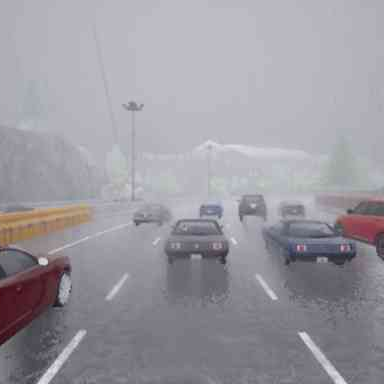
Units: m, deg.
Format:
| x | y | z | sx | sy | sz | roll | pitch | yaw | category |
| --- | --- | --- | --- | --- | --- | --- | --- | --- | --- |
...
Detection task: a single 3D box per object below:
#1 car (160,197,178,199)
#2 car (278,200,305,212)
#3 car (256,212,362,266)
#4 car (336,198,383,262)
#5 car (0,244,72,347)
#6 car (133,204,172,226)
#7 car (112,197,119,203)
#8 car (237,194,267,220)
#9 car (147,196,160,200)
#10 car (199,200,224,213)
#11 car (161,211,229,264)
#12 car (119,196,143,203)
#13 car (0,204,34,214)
| x | y | z | sx | sy | sz | roll | pitch | yaw | category |
| --- | --- | --- | --- | --- | --- | --- | --- | --- | --- |
| -3.768 | 1.556 | 63.632 | 1.895 | 1.301 | 4.718 | 0 | 0 | 21 | car |
| 8.894 | 1.455 | 29.947 | 1.882 | 1.535 | 5.008 | 0 | 0 | 9 | car |
| 3.678 | 1.592 | 11.458 | 1.895 | 1.301 | 4.718 | 0 | 0 | 1 | car |
| 7.197 | 1.212 | 12.097 | 2.150 | 2.045 | 5.566 | 0 | 0 | 1 | car |
| -3.399 | 1.475 | 4.858 | 1.882 | 1.535 | 5.008 | 0 | 0 | 0 | car |
| -2.617 | 1.531 | 23.099 | 2.033 | 1.411 | 5.357 | 0 | 0 | 6 | car |
| -14.064 | 1.513 | 66.187 | 1.994 | 1.385 | 4.181 | 0 | 0 | 21 | car |
| 4.969 | 1.201 | 27.513 | 2.150 | 2.045 | 5.566 | 0 | 0 | 8 | car |
| -7.173 | 1.515 | 64.549 | 1.994 | 1.385 | 4.181 | 0 | 0 | 21 | car |
| 1.823 | 1.456 | 29.949 | 1.882 | 1.535 | 5.008 | 0 | 0 | 8 | car |
| 0.189 | 1.592 | 11.850 | 1.895 | 1.301 | 4.718 | 0 | 0 | 1 | car |
| -11.217 | 1.451 | 63.768 | 2.128 | 1.511 | 4.902 | 0 | 0 | 20 | car |
| -13.298 | 1.533 | 23.660 | 2.033 | 1.411 | 5.357 | 0 | 0 | 5 | car |
